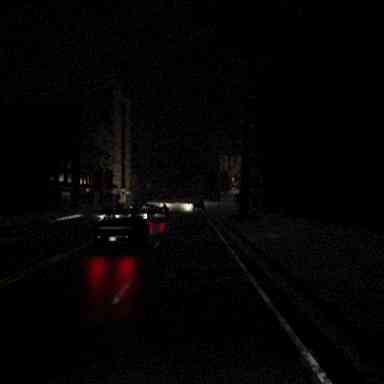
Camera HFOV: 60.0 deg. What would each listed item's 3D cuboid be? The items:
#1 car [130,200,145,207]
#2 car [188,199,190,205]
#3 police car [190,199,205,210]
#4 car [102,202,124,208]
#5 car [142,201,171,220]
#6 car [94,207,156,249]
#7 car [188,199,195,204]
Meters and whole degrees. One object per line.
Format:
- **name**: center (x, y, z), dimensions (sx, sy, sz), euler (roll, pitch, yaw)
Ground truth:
- **car**: center (-6.594, 1.851, 42.419), dimensions (2.097, 1.767, 4.553), euler (0, -1, 0)
- **car**: center (-0.015, 2.291, 75.506), dimensions (1.895, 1.301, 4.718), euler (0, -1, 0)
- **police car**: center (1.126, 2.087, 56.264), dimensions (1.930, 1.638, 5.238), euler (0, -1, 0)
- **car**: center (-9.847, 1.968, 41.700), dimensions (1.882, 1.535, 5.008), euler (0, 0, 0)
- **car**: center (-3.156, 1.869, 32.093), dimensions (2.128, 1.511, 4.902), euler (0, -1, 0)
- **car**: center (-3.153, 1.675, 15.624), dimensions (2.128, 1.511, 4.902), euler (0, -1, 0)
- **car**: center (-0.019, 2.465, 90.818), dimensions (1.895, 1.301, 4.718), euler (0, -1, 0)
